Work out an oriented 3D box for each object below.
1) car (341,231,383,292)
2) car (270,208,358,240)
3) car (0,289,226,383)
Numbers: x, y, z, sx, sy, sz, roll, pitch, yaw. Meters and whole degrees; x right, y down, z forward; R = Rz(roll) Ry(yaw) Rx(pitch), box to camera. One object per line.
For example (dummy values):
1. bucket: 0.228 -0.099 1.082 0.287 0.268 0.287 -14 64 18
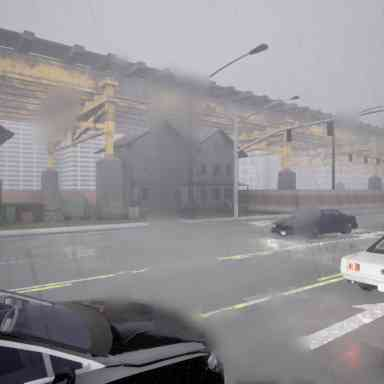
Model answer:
1. car: 5.602 1.601 7.759 4.718 1.301 1.895 0 0 -35
2. car: 6.448 1.547 17.165 5.357 1.411 2.033 0 0 -36
3. car: -1.918 1.492 2.378 4.902 1.511 2.128 0 0 -35
